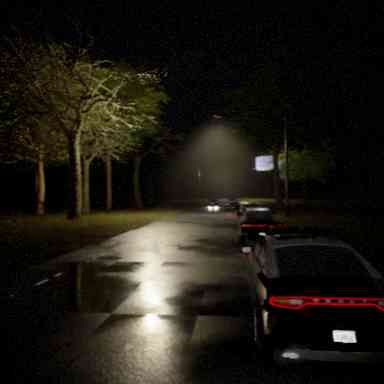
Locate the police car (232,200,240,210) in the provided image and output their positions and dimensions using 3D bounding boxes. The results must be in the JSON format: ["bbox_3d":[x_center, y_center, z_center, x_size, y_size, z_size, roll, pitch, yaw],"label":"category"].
[{"bbox_3d":[3.891,1.597,22.243,1.930,1.638,5.238,-1,0,7],"label":"police car"}]

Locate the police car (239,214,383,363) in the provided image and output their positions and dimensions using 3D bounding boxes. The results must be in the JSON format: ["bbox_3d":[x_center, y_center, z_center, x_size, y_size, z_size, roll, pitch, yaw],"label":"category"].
[{"bbox_3d":[2.030,1.461,6.354,1.930,1.638,5.238,-1,-1,7],"label":"police car"}]

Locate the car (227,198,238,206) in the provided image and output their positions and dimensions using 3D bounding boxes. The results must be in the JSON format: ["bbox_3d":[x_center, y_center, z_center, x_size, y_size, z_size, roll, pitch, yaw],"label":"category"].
[{"bbox_3d":[7.678,1.837,63.620,2.033,1.411,5.357,-1,0,7],"label":"car"}]

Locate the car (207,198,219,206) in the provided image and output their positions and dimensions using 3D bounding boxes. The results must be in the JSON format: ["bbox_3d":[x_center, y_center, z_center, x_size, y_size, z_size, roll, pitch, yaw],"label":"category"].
[{"bbox_3d":[3.914,1.853,61.559,2.128,1.511,4.902,-1,0,7],"label":"car"}]

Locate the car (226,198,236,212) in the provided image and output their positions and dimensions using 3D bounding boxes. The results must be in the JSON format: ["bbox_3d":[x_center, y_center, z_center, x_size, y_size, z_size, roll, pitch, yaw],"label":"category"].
[{"bbox_3d":[5.448,1.776,44.245,2.128,1.511,4.902,-1,0,7],"label":"car"}]

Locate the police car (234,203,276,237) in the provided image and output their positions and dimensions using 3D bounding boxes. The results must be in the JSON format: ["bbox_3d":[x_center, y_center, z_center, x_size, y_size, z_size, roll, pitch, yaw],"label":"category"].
[{"bbox_3d":[3.194,1.549,16.285,1.930,1.638,5.238,-1,-1,7],"label":"police car"}]
